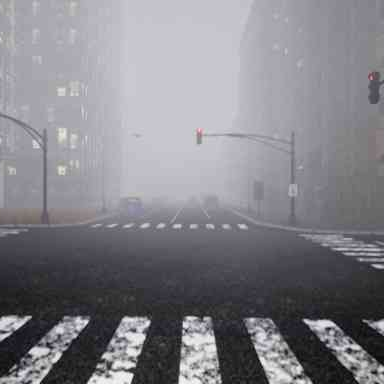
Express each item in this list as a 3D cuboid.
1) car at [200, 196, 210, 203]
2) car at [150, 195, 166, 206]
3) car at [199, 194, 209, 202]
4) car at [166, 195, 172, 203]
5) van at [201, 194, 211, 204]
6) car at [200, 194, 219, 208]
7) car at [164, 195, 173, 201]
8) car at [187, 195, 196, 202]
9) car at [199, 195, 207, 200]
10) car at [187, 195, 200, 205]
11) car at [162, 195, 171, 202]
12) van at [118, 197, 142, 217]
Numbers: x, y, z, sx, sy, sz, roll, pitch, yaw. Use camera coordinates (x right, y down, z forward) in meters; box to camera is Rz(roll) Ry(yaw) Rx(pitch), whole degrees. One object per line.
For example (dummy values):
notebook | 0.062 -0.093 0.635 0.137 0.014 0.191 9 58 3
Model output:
car | 2.686 1.525 69.654 2.008 1.369 4.403 0 0 0
car | -5.694 1.501 52.830 1.752 1.417 4.829 0 0 0
car | 2.685 1.290 75.205 2.192 1.841 5.009 0 0 0
car | -5.695 1.415 69.652 1.967 1.590 4.097 0 0 0
van | 2.685 1.316 64.103 1.690 1.788 3.998 0 0 0
car | 2.687 1.292 47.451 2.192 1.841 5.009 0 0 0
car | -5.695 1.527 80.755 2.008 1.369 4.403 0 0 0
car | -0.002 1.325 70.298 1.837 1.490 4.892 0 0 0
car | 2.996 1.483 90.369 1.837 1.490 4.892 0 0 0
car | 0.001 1.576 60.322 1.895 1.301 4.718 0 0 0
car | -5.695 1.500 75.033 1.752 1.417 4.829 0 0 0
van | -5.692 1.323 30.796 1.690 1.788 3.998 0 0 0
